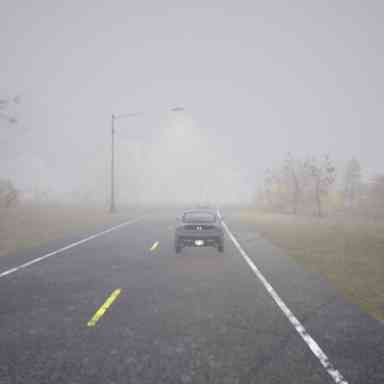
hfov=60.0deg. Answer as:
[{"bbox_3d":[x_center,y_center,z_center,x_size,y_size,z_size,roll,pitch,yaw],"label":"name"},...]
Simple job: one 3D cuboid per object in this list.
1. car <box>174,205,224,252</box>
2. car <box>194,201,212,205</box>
[{"bbox_3d":[0.308,1.521,14.048,1.837,1.490,4.892,0,0,1],"label":"car"},{"bbox_3d":[1.161,1.612,35.001,2.033,1.411,5.357,0,0,3],"label":"car"}]
